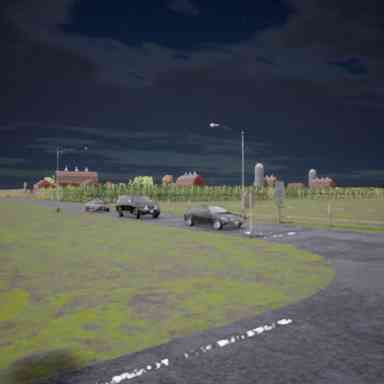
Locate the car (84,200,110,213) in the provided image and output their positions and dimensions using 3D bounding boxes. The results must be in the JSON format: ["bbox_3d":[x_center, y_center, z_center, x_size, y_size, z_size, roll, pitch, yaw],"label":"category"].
[{"bbox_3d":[-11.099,1.645,38.741,1.994,1.385,4.181,-1,0,-35],"label":"car"}]

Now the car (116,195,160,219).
[{"bbox_3d":[-5.023,1.287,30.207,2.150,2.045,5.566,-1,0,-36],"label":"car"}]

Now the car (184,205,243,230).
[{"bbox_3d":[1.259,1.576,21.753,1.812,1.442,4.674,-1,0,-37],"label":"car"}]
